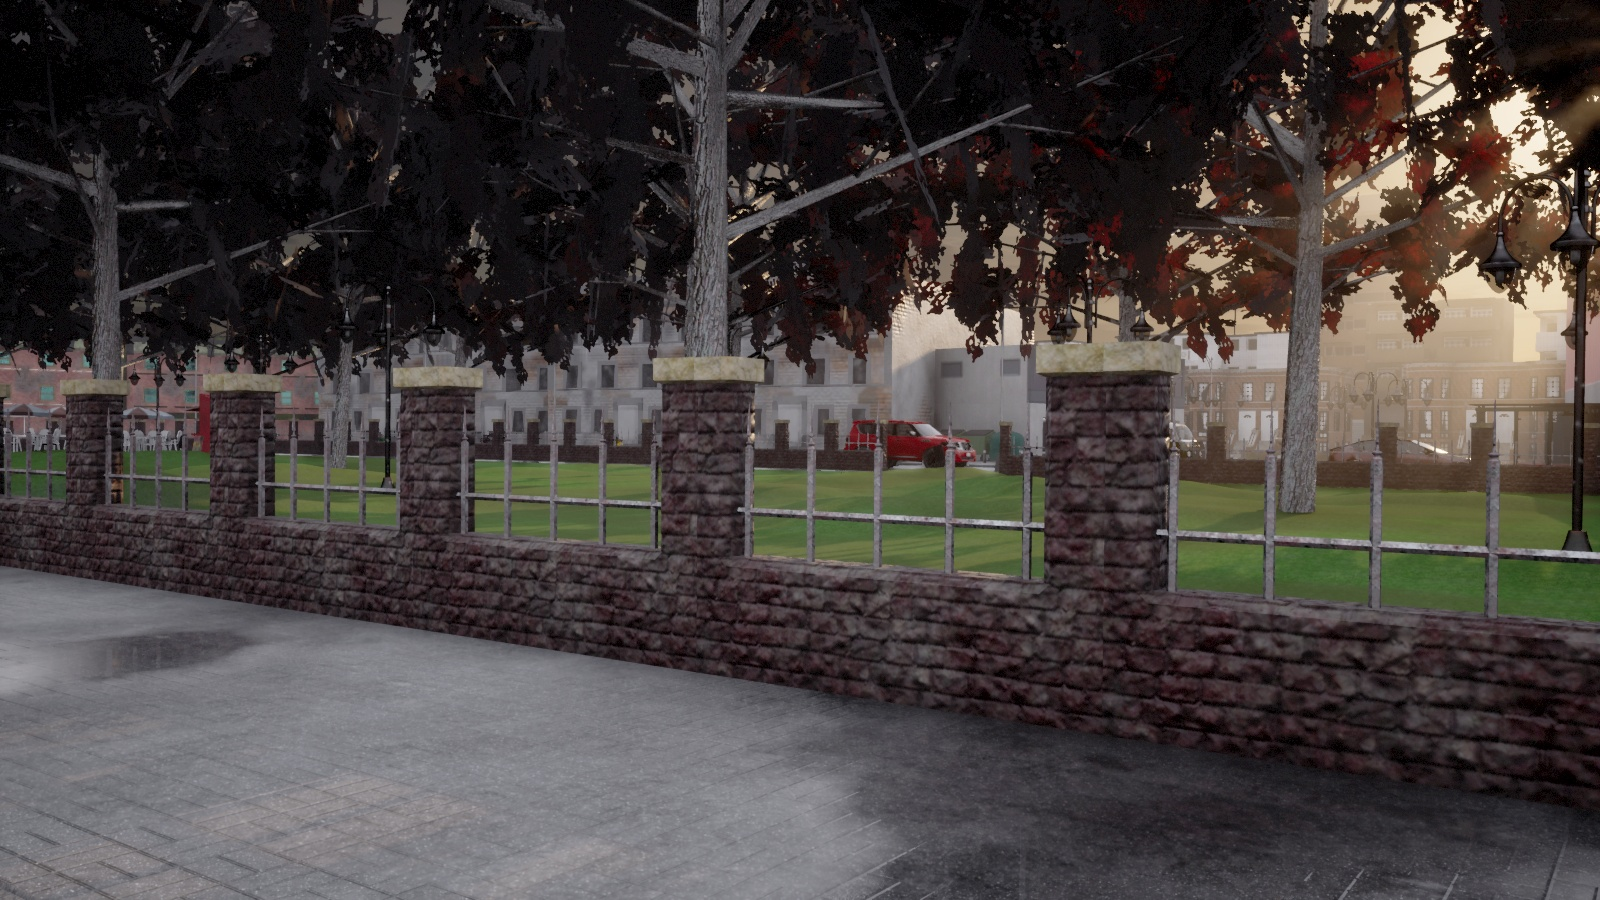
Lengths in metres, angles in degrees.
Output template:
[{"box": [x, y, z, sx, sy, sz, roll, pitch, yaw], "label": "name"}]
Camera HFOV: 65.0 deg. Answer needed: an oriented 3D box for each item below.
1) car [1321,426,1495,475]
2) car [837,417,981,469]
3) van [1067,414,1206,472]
[{"box": [19.751, -0.006, 40.888, 4.792, 1.488, 2.163, 0, 1, 36], "label": "car"}, {"box": [4.450, -0.298, 51.764, 5.566, 2.045, 2.150, 0, 1, 35], "label": "car"}, {"box": [12.338, -0.294, 46.157, 4.480, 2.038, 2.069, 1, 2, 36], "label": "van"}]
